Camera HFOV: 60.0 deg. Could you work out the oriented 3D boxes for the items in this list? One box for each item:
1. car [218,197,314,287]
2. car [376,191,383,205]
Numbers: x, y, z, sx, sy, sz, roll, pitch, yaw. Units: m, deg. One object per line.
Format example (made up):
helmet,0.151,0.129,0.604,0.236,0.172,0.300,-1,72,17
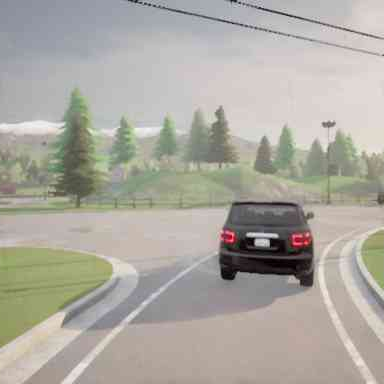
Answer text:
car,2.255,1.152,9.531,2.150,2.045,5.566,0,0,17
car,29.107,0.895,47.886,5.566,2.045,2.150,0,1,-25
